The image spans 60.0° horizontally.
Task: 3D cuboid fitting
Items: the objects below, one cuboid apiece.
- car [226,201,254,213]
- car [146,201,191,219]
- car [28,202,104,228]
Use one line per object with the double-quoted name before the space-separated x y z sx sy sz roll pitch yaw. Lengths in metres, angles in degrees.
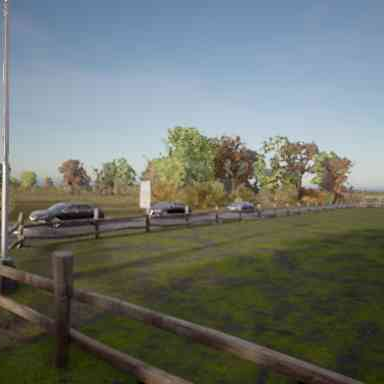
"car" 5.867 1.774 40.247 1.812 1.442 4.674 2 0 37
"car" -2.073 1.545 29.545 2.128 1.511 4.902 2 0 37
"car" -7.984 1.415 21.513 1.837 1.490 4.892 2 0 35
